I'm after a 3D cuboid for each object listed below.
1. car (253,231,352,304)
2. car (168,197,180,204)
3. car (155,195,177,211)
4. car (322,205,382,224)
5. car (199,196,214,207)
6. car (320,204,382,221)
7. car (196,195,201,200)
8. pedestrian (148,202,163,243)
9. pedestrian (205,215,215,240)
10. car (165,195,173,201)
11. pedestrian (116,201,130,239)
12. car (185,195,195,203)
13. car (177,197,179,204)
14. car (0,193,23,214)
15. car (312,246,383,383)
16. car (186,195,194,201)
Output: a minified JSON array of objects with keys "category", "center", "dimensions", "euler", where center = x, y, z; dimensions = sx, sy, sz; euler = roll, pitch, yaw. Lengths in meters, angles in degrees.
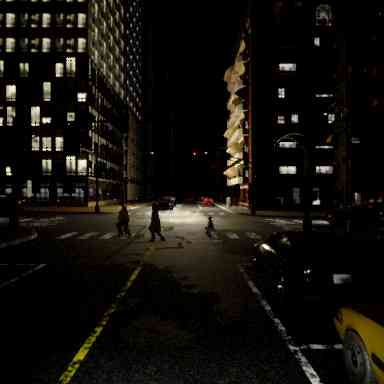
[{"category":"car","center":[2.640,1.566,7.935],"dimensions":[1.947,1.339,4.313],"euler":[0,0,0]},{"category":"car","center":[-3.443,1.624,64.248],"dimensions":[1.895,1.301,4.718],"euler":[0,0,0]},{"category":"car","center":[-3.350,1.360,40.839],"dimensions":[2.097,1.767,4.553],"euler":[0,0,0]},{"category":"car","center":[13.462,1.850,27.738],"dimensions":[4.181,1.385,1.994],"euler":[1,0,-1]},{"category":"car","center":[2.430,1.595,49.958],"dimensions":[1.802,1.307,4.206],"euler":[0,0,0]},{"category":"car","center":[14.453,1.836,30.349],"dimensions":[4.829,1.417,1.752],"euler":[1,-1,-1]},{"category":"car","center":[2.300,1.573,62.874],"dimensions":[2.008,1.369,4.403],"euler":[0,0,0]},{"category":"pedestrian","center":[-1.622,1.295,14.767],"dimensions":[0.375,1.860,0.375],"euler":[0,0,0]},{"category":"pedestrian","center":[0.848,1.295,15.384],"dimensions":[0.375,1.860,0.375],"euler":[0,0,0]},{"category":"car","center":[-6.255,1.598,91.064],"dimensions":[2.008,1.369,4.403],"euler":[0,0,0]},{"category":"pedestrian","center":[-3.308,1.295,15.957],"dimensions":[0.375,1.860,0.375],"euler":[0,0,0]},{"category":"car","center":[-0.450,1.574,72.539],"dimensions":[1.994,1.385,4.181],"euler":[0,0,0]},{"category":"car","center":[-3.411,1.506,51.181],"dimensions":[2.128,1.511,4.902],"euler":[0,0,0]},{"category":"car","center":[-17.880,1.029,29.870],"dimensions":[5.009,1.841,2.192],"euler":[1,-1,-1]},{"category":"car","center":[2.675,1.525,2.422],"dimensions":[1.752,1.417,4.829],"euler":[0,0,0]},{"category":"car","center":[-0.512,1.396,82.541],"dimensions":[2.128,1.511,4.902],"euler":[0,0,0]}]
